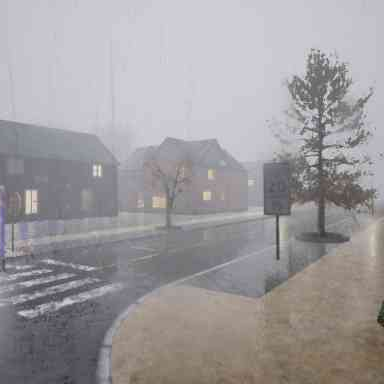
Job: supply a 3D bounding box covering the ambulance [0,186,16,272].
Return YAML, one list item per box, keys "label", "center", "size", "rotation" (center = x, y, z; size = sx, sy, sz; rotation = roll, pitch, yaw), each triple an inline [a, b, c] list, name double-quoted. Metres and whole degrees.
- label: "ambulance"
  center: [-7.030, 1.070, 6.230]
  size: [2.351, 2.431, 6.366]
  rotation: [-1, -1, 34]
